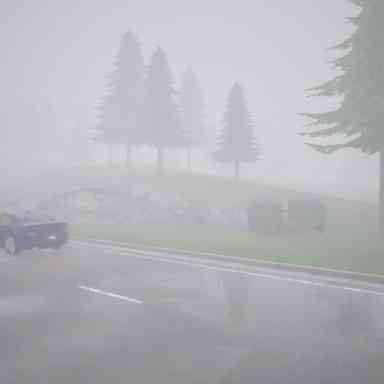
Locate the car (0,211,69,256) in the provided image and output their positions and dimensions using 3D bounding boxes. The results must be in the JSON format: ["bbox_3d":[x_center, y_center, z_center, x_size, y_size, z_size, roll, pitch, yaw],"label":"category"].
[{"bbox_3d":[-6.988,1.477,13.274,5.008,1.535,1.882,0,0,35],"label":"car"}]
